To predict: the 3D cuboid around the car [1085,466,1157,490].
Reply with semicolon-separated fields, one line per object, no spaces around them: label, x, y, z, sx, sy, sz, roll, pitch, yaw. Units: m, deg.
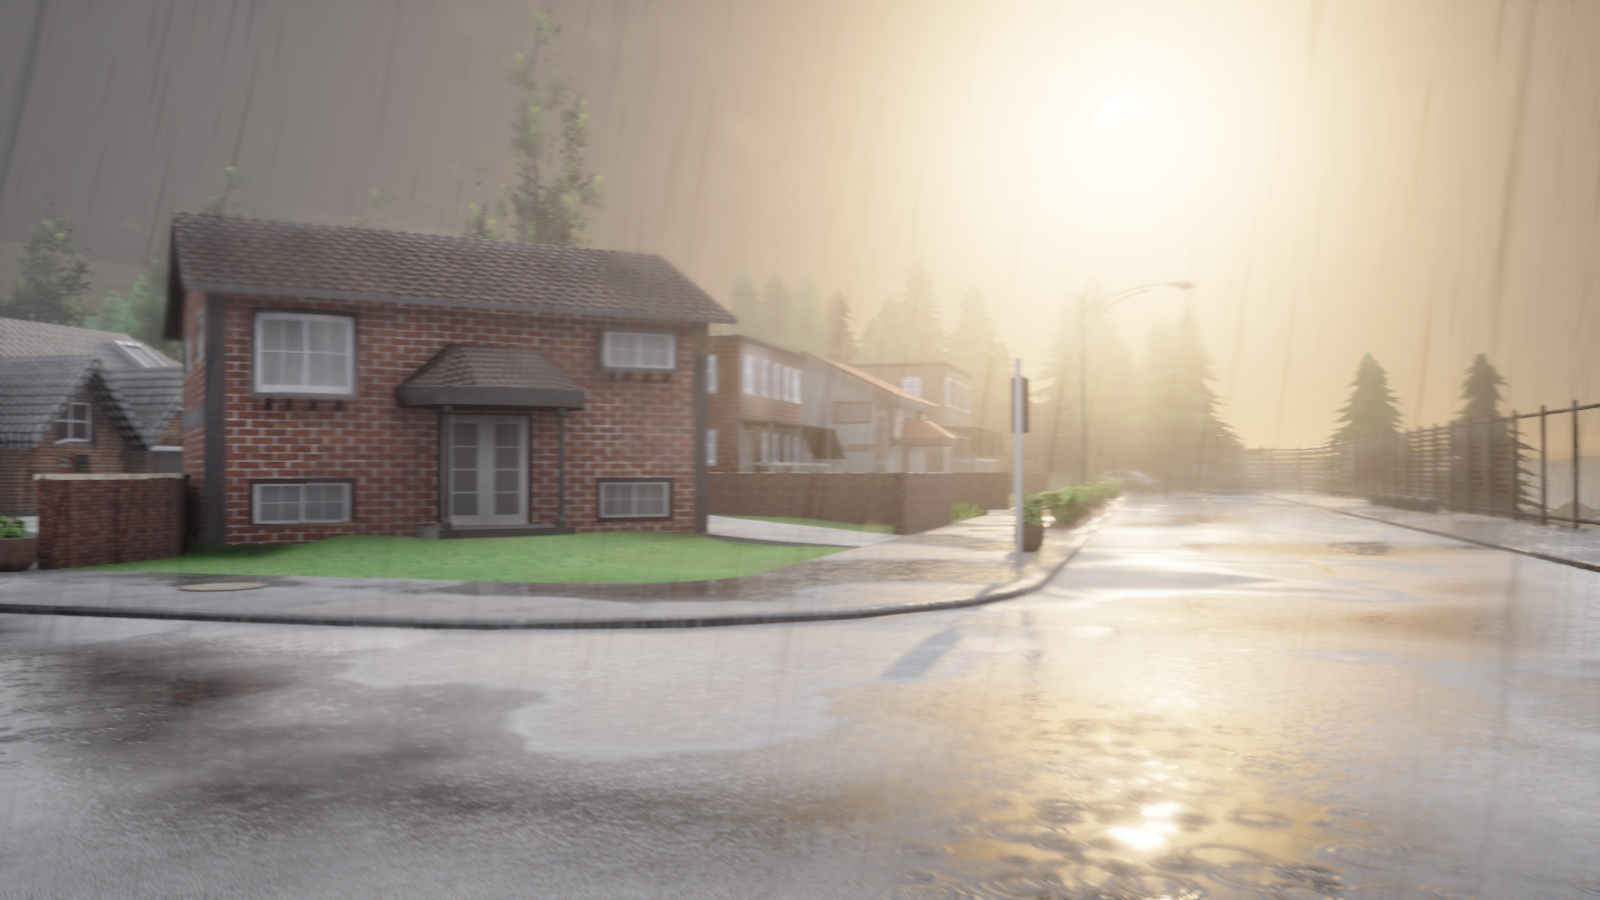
car;23.042;2.023;90.297;2.242;1.667;4.611;1;-2;-40
